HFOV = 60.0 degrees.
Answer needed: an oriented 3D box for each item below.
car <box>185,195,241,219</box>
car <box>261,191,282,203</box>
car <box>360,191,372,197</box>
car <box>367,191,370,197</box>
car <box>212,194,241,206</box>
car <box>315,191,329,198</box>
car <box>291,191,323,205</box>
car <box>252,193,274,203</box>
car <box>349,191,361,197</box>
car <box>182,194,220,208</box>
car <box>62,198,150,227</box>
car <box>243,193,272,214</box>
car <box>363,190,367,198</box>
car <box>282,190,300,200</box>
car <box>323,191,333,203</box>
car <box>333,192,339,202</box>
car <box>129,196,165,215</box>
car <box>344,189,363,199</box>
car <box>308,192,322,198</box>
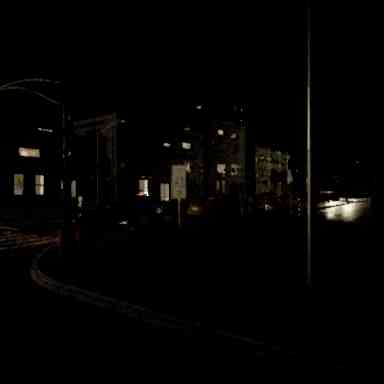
[{"bbox_3d":[1.558,1.069,23.862,1.752,1.417,4.829,0,1,36],"label":"car"},{"bbox_3d":[10.109,0.709,45.390,2.097,1.767,4.553,0,1,37],"label":"car"},{"bbox_3d":[40.355,0.490,77.154,1.887,1.381,4.507,0,1,36],"label":"car"},{"bbox_3d":[37.273,0.558,72.933,1.947,1.339,4.313,0,1,36],"label":"car"},{"bbox_3d":[4.451,1.005,42.078,1.802,1.307,4.206,0,1,36],"label":"car"},{"bbox_3d":[30.499,0.463,77.864,1.967,1.590,4.097,0,1,36],"label":"car"},{"bbox_3d":[14.482,0.892,41.619,2.008,1.369,4.403,0,1,36],"label":"car"},{"bbox_3d":[10.963,0.903,51.026,1.802,1.307,4.206,0,1,36],"label":"car"},{"bbox_3d":[39.381,0.430,80.412,1.837,1.490,4.892,0,0,36],"label":"car"},{"bbox_3d":[1.095,1.000,37.466,1.752,1.417,4.829,0,1,36],"label":"car"},{"bbox_3d":[-4.973,1.221,19.469,1.895,1.301,4.718,0,0,36],"label":"car"},{"bbox_3d":[4.713,1.044,28.199,2.008,1.369,4.403,0,1,36],"label":"car"},{"bbox_3d":[34.017,0.607,68.459,1.947,1.339,4.313,0,1,36],"label":"car"},{"bbox_3d":[17.375,0.747,59.834,1.752,1.417,4.829,0,1,36],"label":"car"},{"bbox_3d":[17.737,0.873,46.093,1.802,1.307,4.206,0,1,36],"label":"car"},{"bbox_3d":[20.994,0.680,50.565,1.967,1.590,4.097,0,1,36],"label":"car"},{"bbox_3d":[-4.227,1.059,25.767,1.882,1.535,5.008,0,0,36],"label":"car"},{"bbox_3d":[30.761,0.405,63.983,2.192,1.841,5.009,0,1,36],"label":"car"},{"bbox_3d":[27.242,0.654,73.392,1.802,1.307,4.206,0,1,36],"label":"car"}]
